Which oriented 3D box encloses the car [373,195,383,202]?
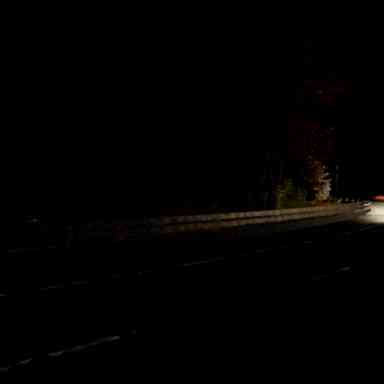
[{"bbox_3d":[47.038,1.495,83.036,2.097,1.767,4.553,0,0,4],"label":"car"}]
